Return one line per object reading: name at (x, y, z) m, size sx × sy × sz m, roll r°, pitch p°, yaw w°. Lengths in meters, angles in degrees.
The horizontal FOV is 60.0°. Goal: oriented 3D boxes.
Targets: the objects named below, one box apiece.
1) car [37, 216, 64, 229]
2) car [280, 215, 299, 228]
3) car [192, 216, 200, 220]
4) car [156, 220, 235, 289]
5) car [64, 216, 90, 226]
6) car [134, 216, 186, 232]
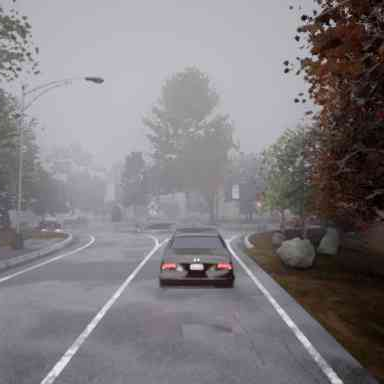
car at (-16.761, 3.583, 38.987) m, size 1.812 × 1.442 × 4.674 m, roll 3°, pitch -5°, yaw -33°
car at (12.686, 3.710, 43.084) m, size 2.097 × 1.767 × 4.553 m, roll -2°, pitch -5°, yaw 20°
car at (-0.890, 5.328, 64.101) m, size 4.892 × 1.490 × 1.837 m, roll 0°, pitch -5°, yaw 10°
car at (0.138, 1.748, 9.675) m, size 2.033 × 1.411 × 5.357 m, roll 0°, pitch -2°, yaw 1°
car at (-18.596, 4.593, 53.476) m, size 1.882 × 1.535 × 5.008 m, roll -2°, pitch -5°, yaw 22°
car at (-3.010, 3.009, 31.578) m, size 4.902 × 1.511 × 2.128 m, roll 0°, pitch -4°, yaw 4°
